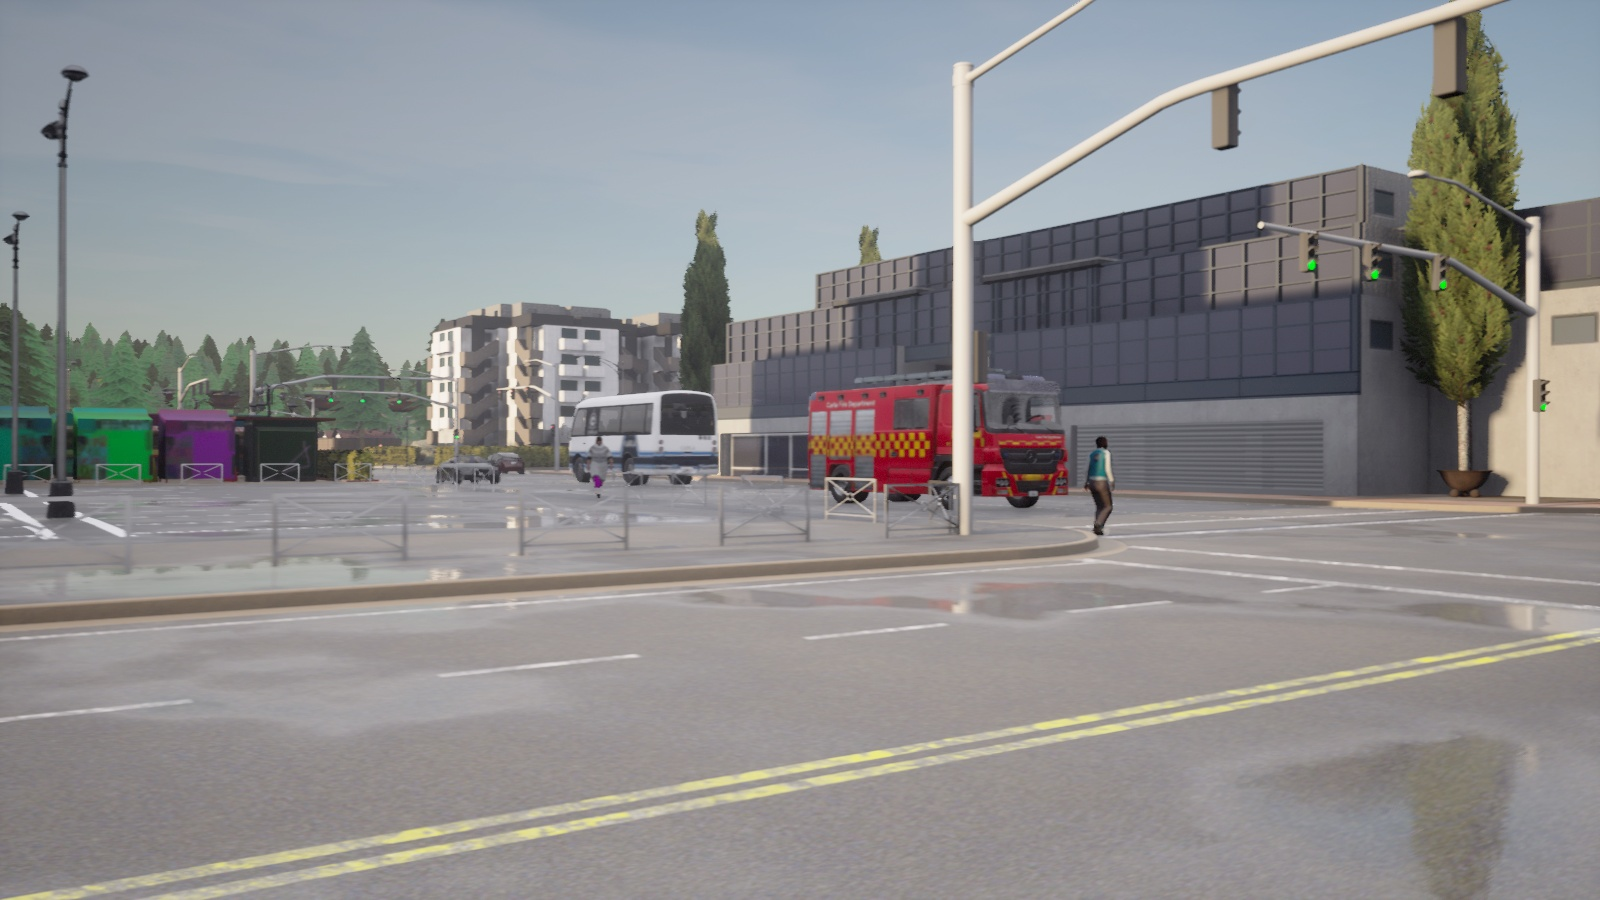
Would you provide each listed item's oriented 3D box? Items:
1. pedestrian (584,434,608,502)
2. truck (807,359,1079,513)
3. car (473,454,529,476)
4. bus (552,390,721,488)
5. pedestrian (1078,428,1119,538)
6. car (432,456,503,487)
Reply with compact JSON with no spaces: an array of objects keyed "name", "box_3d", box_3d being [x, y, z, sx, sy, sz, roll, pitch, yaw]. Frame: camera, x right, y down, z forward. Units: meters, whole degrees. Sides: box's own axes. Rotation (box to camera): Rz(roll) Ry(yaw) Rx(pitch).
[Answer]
[{"name":"pedestrian","box_3d":[-5.922,0.505,36.451,0.659,1.952,0.873,0,0,-12]},{"name":"truck","box_3d":[3.754,-0.340,35.595,2.891,3.827,8.468,0,0,-33]},{"name":"car","box_3d":[-20.320,0.996,85.200,2.163,1.488,4.792,0,0,-33]},{"name":"bus","box_3d":[-8.015,-0.468,59.975,3.944,4.253,10.273,0,0,-33]},{"name":"pedestrian","box_3d":[5.355,0.584,22.515,0.692,1.930,0.396,0,0,-41]},{"name":"car","box_3d":[-15.592,0.986,58.775,1.994,1.385,4.181,0,0,-33]}]
